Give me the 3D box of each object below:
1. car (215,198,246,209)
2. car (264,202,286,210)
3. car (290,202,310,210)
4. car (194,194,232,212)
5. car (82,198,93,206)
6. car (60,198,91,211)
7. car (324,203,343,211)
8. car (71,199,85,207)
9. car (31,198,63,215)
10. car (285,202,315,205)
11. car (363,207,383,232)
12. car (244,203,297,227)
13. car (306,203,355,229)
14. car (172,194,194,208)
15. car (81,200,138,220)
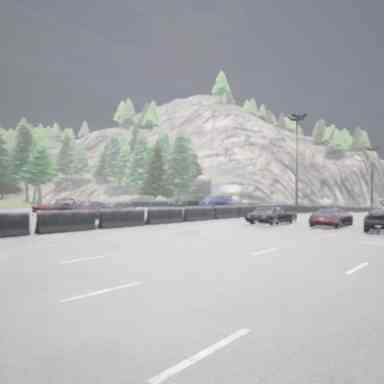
[{"bbox_3d":[5.094,1.739,39.331,1.994,1.385,4.181,1,0,42],"label":"car"},{"bbox_3d":[15.307,2.546,61.271,1.895,1.301,4.718,1,-2,42],"label":"car"},{"bbox_3d":[22.688,2.954,69.598,2.128,1.511,4.902,1,-2,42],"label":"car"},{"bbox_3d":[3.209,1.383,42.477,2.150,2.045,5.566,1,-1,42],"label":"car"},{"bbox_3d":[-20.277,1.973,64.490,2.033,1.411,5.357,0,-2,-17],"label":"car"},{"bbox_3d":[-8.789,1.517,28.953,1.994,1.385,4.181,1,0,42],"label":"car"},{"bbox_3d":[27.375,2.951,64.332,1.837,1.490,4.892,1,-2,42],"label":"car"},{"bbox_3d":[-26.906,2.561,78.559,2.097,1.767,4.553,0,-3,-32],"label":"car"},{"bbox_3d":[-12.099,1.516,30.496,1.895,1.301,4.718,1,0,42],"label":"car"},{"bbox_3d":[17.319,2.271,53.069,1.882,1.535,5.008,1,-2,42],"label":"car"},{"bbox_3d":[12.085,1.706,20.541,1.837,1.490,4.892,1,0,42],"label":"car"},{"bbox_3d":[5.817,1.729,24.024,1.895,1.301,4.718,1,0,42],"label":"car"},{"bbox_3d":[9.819,1.742,23.263,1.994,1.385,4.181,1,0,42],"label":"car"},{"bbox_3d":[-0.118,1.333,44.000,2.150,2.045,5.566,1,0,42],"label":"car"},{"bbox_3d":[-6.216,1.542,26.579,1.994,1.385,4.181,1,0,42],"label":"car"}]
